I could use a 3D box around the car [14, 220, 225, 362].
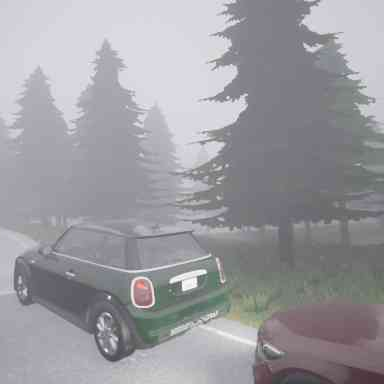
[{"bbox_3d":[-1.566,1.309,6.198,4.553,1.767,2.097,1,1,44],"label":"car"}]

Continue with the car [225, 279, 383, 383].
[{"bbox_3d":[2.768,1.532,2.584,4.674,1.442,1.812,1,0,36],"label":"car"}]
